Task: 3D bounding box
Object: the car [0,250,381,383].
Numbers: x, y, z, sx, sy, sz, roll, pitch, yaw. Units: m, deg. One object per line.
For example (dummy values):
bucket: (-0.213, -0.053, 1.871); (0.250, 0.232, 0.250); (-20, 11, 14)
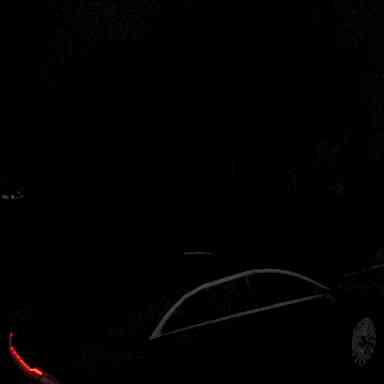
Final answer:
car: (0.436, 1.491, 4.057); (4.902, 1.511, 2.128); (0, 0, -36)
